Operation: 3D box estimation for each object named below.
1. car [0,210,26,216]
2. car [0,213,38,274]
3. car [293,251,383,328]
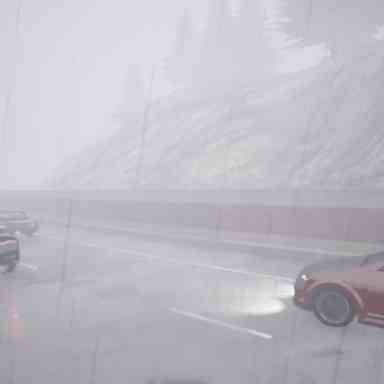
[{"bbox_3d":[-9.598,1.574,16.750,4.718,1.301,1.895,0,0,43],"label":"car"},{"bbox_3d":[-6.659,1.473,9.450,4.902,1.511,2.128,0,0,40],"label":"car"},{"bbox_3d":[3.916,1.580,5.600,4.181,1.385,1.994,0,0,35],"label":"car"}]
